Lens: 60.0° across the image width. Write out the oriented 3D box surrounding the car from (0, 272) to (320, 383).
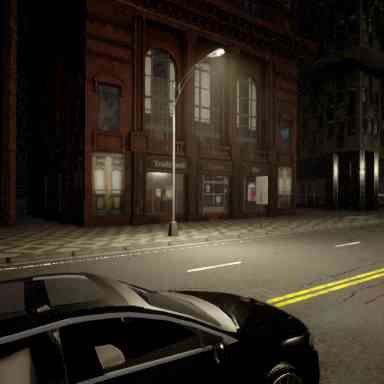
[{"bbox_3d":[-0.922,1.492,2.782,4.902,1.511,2.128,0,0,-35],"label":"car"}]
